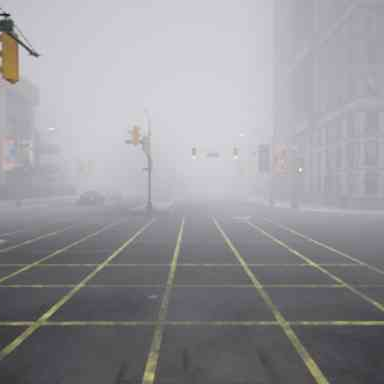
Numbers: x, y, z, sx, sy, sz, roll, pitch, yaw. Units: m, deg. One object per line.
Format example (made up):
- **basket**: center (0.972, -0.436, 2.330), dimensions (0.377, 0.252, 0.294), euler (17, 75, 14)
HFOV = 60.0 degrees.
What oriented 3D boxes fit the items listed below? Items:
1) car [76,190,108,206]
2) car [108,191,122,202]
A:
- **car**: center (-11.578, 0.634, 38.049), dimensions (2.097, 1.767, 4.553), euler (0, 1, 0)
- **car**: center (-11.534, 0.580, 48.343), dimensions (2.128, 1.511, 4.902), euler (0, 1, 0)
